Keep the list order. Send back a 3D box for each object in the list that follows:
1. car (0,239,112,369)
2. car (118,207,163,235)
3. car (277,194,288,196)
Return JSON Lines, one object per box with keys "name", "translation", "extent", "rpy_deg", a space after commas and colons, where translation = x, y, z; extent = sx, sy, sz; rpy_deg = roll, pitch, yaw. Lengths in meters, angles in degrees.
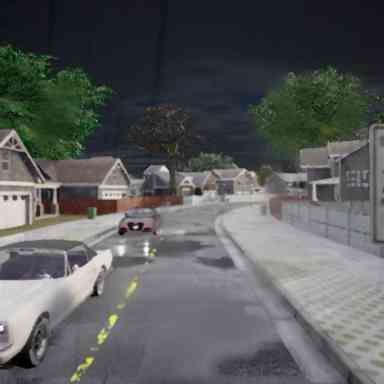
{"name": "car", "translation": [-2.860, 1.600, 5.847], "extent": [1.895, 1.301, 4.718], "rpy_deg": [0, 0, 0]}
{"name": "car", "translation": [-2.725, 1.545, 18.361], "extent": [1.994, 1.385, 4.181], "rpy_deg": [0, 0, 2]}
{"name": "car", "translation": [19.172, 1.165, 68.964], "extent": [2.097, 1.767, 4.553], "rpy_deg": [0, 0, 42]}
